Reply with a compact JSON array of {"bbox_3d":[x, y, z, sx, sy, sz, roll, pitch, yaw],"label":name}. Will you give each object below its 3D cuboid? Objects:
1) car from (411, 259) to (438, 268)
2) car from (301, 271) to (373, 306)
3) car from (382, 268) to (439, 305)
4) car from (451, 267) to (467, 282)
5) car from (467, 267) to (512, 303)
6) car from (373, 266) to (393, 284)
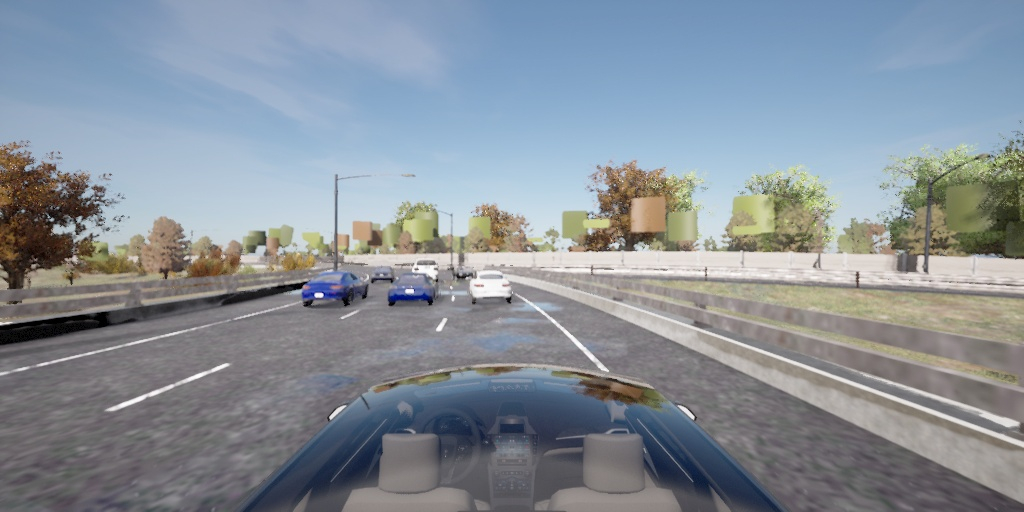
[{"bbox_3d":[-7.809,1.269,32.170,2.150,2.045,5.566,0,0,-16],"label":"car"},{"bbox_3d":[-8.067,1.426,16.645,1.812,1.442,4.674,0,0,-8],"label":"car"},{"bbox_3d":[-4.590,1.467,17.053,1.994,1.385,4.181,0,-1,-8],"label":"car"},{"bbox_3d":[-4.468,1.662,33.205,1.895,1.301,4.718,0,-1,-16],"label":"car"},{"bbox_3d":[-1.132,1.432,17.591,1.812,1.442,4.674,0,0,-8],"label":"car"},{"bbox_3d":[-11.162,1.591,31.165,2.033,1.411,5.357,0,-1,-16],"label":"car"}]
